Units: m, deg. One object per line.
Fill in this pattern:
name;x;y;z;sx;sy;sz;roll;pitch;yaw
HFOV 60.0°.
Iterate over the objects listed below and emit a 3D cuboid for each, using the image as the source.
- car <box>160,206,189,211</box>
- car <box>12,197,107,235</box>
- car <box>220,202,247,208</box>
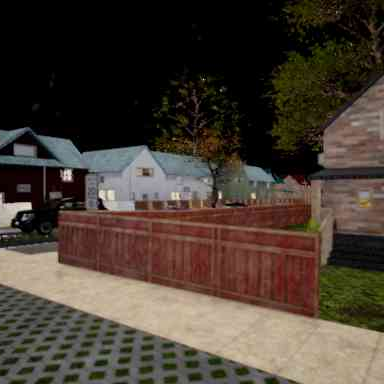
car;-1.698;1.822;28.061;1.895;1.301;4.718;0;0;37
car;-7.700;1.345;20.020;2.150;2.045;5.566;0;0;36
car;4.504;1.845;36.324;1.812;1.442;4.674;0;0;37
